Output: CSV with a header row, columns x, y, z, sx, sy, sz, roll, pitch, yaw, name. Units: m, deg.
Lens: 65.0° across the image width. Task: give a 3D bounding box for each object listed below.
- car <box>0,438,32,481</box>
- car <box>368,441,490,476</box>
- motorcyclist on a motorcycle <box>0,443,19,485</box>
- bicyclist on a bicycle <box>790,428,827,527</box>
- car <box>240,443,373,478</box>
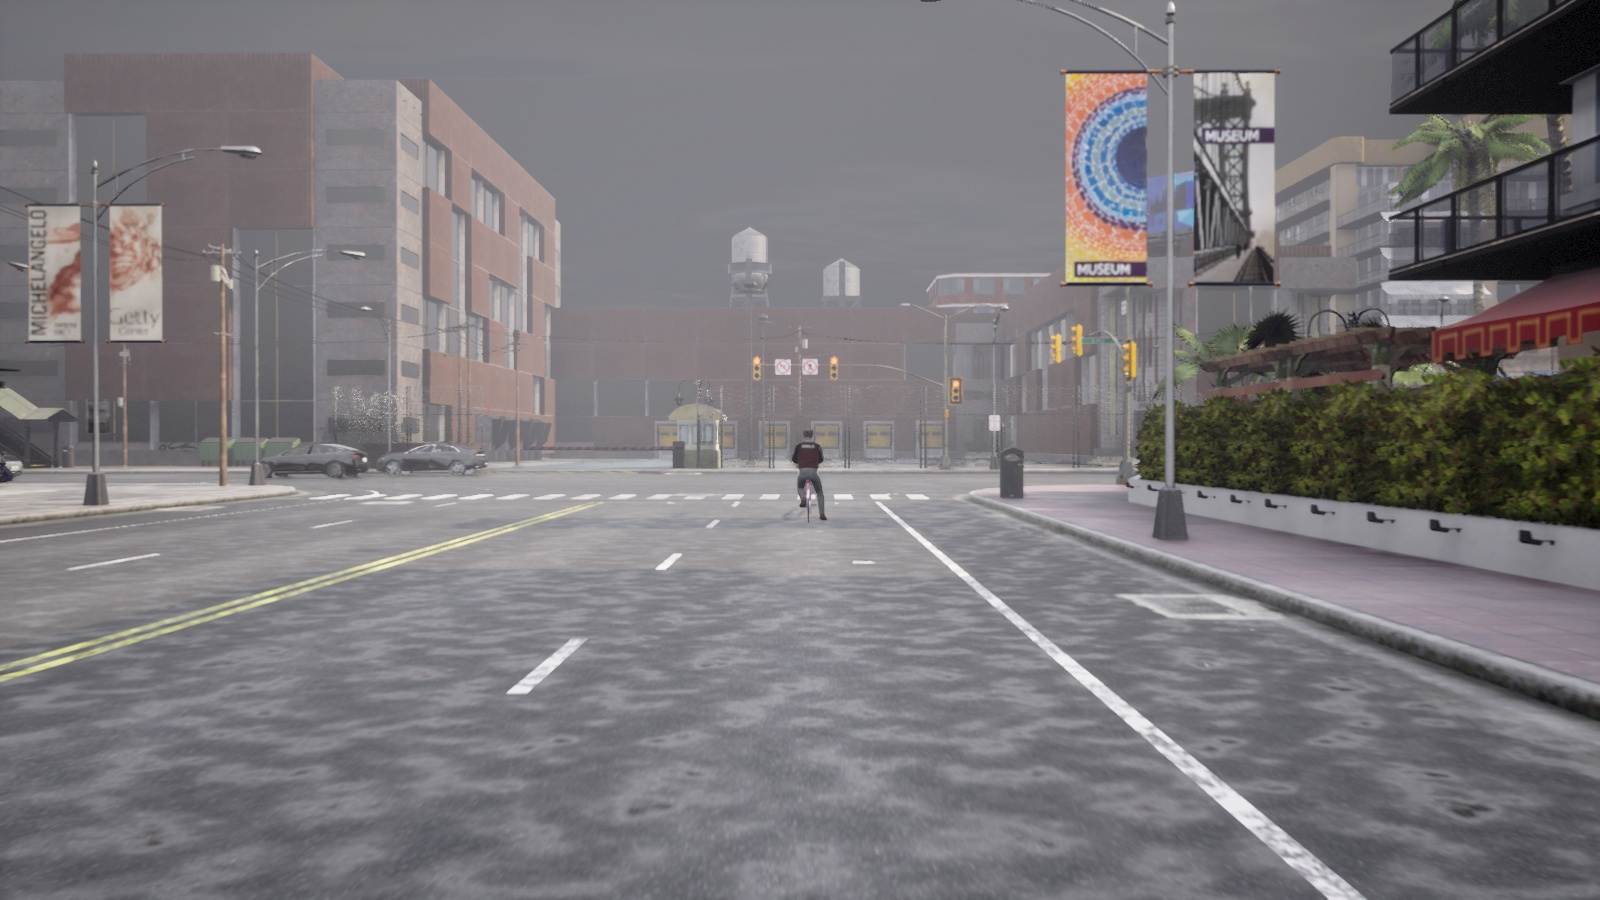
x,y,z,sx,sy,sz,roll,pitch,yaw,name
-33.666,0.367,50.083,4.856,1.649,2.033,0,0,1,car
-16.740,0.369,56.836,4.902,1.511,2.128,0,0,1,car
-30.330,0.494,46.579,2.191,1.530,0.866,0,0,2,motorcyclist on a motorcycle
0.154,0.484,23.587,0.659,1.776,1.843,0,1,0,bicyclist on a bicycle
-20.914,0.429,53.397,4.792,1.488,2.163,0,0,1,car
